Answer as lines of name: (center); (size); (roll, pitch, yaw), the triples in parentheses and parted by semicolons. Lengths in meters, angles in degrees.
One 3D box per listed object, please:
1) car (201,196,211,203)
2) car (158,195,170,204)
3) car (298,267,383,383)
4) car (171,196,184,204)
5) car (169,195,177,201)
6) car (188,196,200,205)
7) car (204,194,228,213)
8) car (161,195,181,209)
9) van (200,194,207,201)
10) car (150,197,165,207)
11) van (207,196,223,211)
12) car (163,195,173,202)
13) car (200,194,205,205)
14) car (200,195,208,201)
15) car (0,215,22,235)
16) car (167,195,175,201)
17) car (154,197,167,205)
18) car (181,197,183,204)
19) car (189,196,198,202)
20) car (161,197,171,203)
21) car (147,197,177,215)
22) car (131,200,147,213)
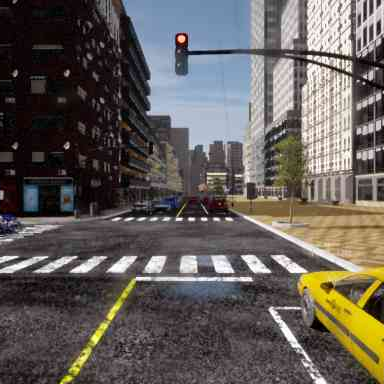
car: (2.981, 1.602, 69.555); (1.887, 1.381, 4.507); (0, 0, 0)
car: (-5.423, 1.488, 64.064); (1.967, 1.590, 4.097); (0, 0, 0)
car: (2.703, 1.525, 4.153); (1.752, 1.417, 4.829); (0, 0, 0)
car: (-2.729, 1.540, 63.999); (2.128, 1.511, 4.902); (0, 0, 0)
car: (-5.305, 1.644, 91.696); (1.887, 1.381, 4.507); (0, 0, 0)
car: (0.362, 1.544, 62.103); (1.837, 1.490, 4.892); (0, -2, 1)
car: (2.839, 1.327, 36.395); (2.192, 1.841, 5.009); (0, 0, 0)
car: (-2.901, 1.497, 43.941); (1.882, 1.535, 5.008); (0, 0, 0)
van: (3.074, 1.441, 91.660); (1.690, 1.788, 3.998); (0, 0, 0)
car: (-5.469, 1.581, 53.010); (2.008, 1.369, 4.403); (0, 0, 0)
van: (2.863, 1.358, 41.921); (1.690, 1.788, 3.998); (0, 0, 0)
car: (-5.376, 1.507, 75.117); (1.967, 1.590, 4.097); (0, 0, 0)
car: (2.933, 1.354, 58.501); (2.192, 1.841, 5.009); (0, 0, 0)
car: (3.053, 1.613, 86.304); (1.752, 1.417, 4.829); (0, 0, 0)
car: (-11.667, 1.526, 17.797); (4.553, 1.767, 2.097); (-1, 0, -4)
car: (-5.329, 1.613, 86.000); (1.752, 1.417, 4.829); (0, 0, 0)
car: (-5.446, 1.584, 58.536); (1.887, 1.381, 4.507); (0, 0, 0)
car: (-2.841, 1.536, 53.754); (1.837, 1.490, 4.892); (0, 0, 1)
car: (0.323, 1.621, 75.777); (1.994, 1.385, 4.181); (0, 0, 0)
car: (-5.399, 1.639, 69.591); (1.802, 1.307, 4.206); (0, 0, 0)
car: (-2.953, 1.558, 34.122); (2.033, 1.411, 5.357); (0, 0, 0)
car: (-5.539, 1.563, 36.431); (2.008, 1.369, 4.403); (0, 0, 0)
